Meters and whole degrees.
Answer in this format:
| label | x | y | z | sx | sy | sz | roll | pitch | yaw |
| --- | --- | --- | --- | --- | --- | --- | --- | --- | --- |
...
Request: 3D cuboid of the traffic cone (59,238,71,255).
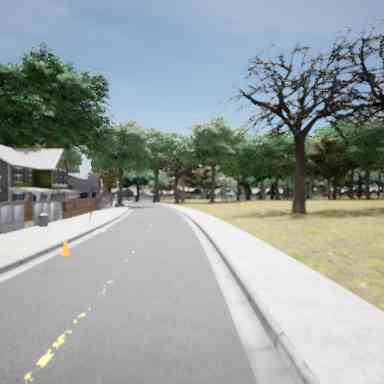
| label | x | y | z | sx | sy | sz | roll | pitch | yaw |
| --- | --- | --- | --- | --- | --- | --- | --- | --- | --- |
| traffic cone | -4.698 | 2.015 | 12.345 | 0.340 | 0.580 | 0.340 | 0 | 0 | -2 |
